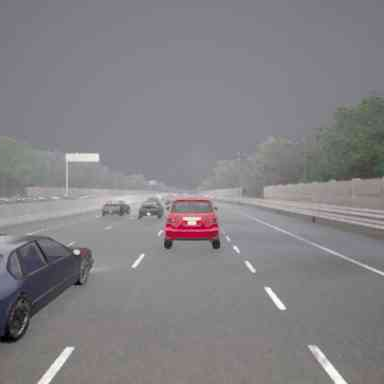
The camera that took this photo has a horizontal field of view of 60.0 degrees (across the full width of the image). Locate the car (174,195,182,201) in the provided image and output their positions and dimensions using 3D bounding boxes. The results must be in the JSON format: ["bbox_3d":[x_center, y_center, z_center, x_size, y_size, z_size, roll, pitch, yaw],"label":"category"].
[{"bbox_3d":[-3.494,1.577,83.755,1.812,1.442,4.674,0,0,0],"label":"car"}]

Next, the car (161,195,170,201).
[{"bbox_3d":[-6.994,1.610,88.039,1.994,1.385,4.181,0,0,0],"label":"car"}]

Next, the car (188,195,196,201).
[{"bbox_3d":[0.006,1.534,87.141,1.882,1.535,5.008,0,0,0],"label":"car"}]

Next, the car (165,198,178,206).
[{"bbox_3d":[-3.494,1.627,56.523,1.895,1.301,4.718,0,0,0],"label":"car"}]

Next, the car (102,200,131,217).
[{"bbox_3d":[-6.999,1.502,31.061,2.128,1.511,4.902,0,0,0],"label":"car"}]

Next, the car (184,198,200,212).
[{"bbox_3d":[0.002,1.541,40.342,1.812,1.442,4.674,0,0,0],"label":"car"}]

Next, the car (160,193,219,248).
[{"bbox_3d":[0.000,1.225,14.917,2.150,2.045,5.566,0,0,0],"label":"car"}]

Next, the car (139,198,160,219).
[{"bbox_3d":[-3.499,1.516,29.332,1.837,1.490,4.892,0,0,0],"label":"car"}]

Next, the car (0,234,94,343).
[{"bbox_3d":[-3.502,1.549,6.382,2.033,1.411,5.357,0,0,0],"label":"car"}]

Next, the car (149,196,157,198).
[{"bbox_3d":[-6.994,1.536,59.942,1.837,1.490,4.892,0,0,0],"label":"car"}]
